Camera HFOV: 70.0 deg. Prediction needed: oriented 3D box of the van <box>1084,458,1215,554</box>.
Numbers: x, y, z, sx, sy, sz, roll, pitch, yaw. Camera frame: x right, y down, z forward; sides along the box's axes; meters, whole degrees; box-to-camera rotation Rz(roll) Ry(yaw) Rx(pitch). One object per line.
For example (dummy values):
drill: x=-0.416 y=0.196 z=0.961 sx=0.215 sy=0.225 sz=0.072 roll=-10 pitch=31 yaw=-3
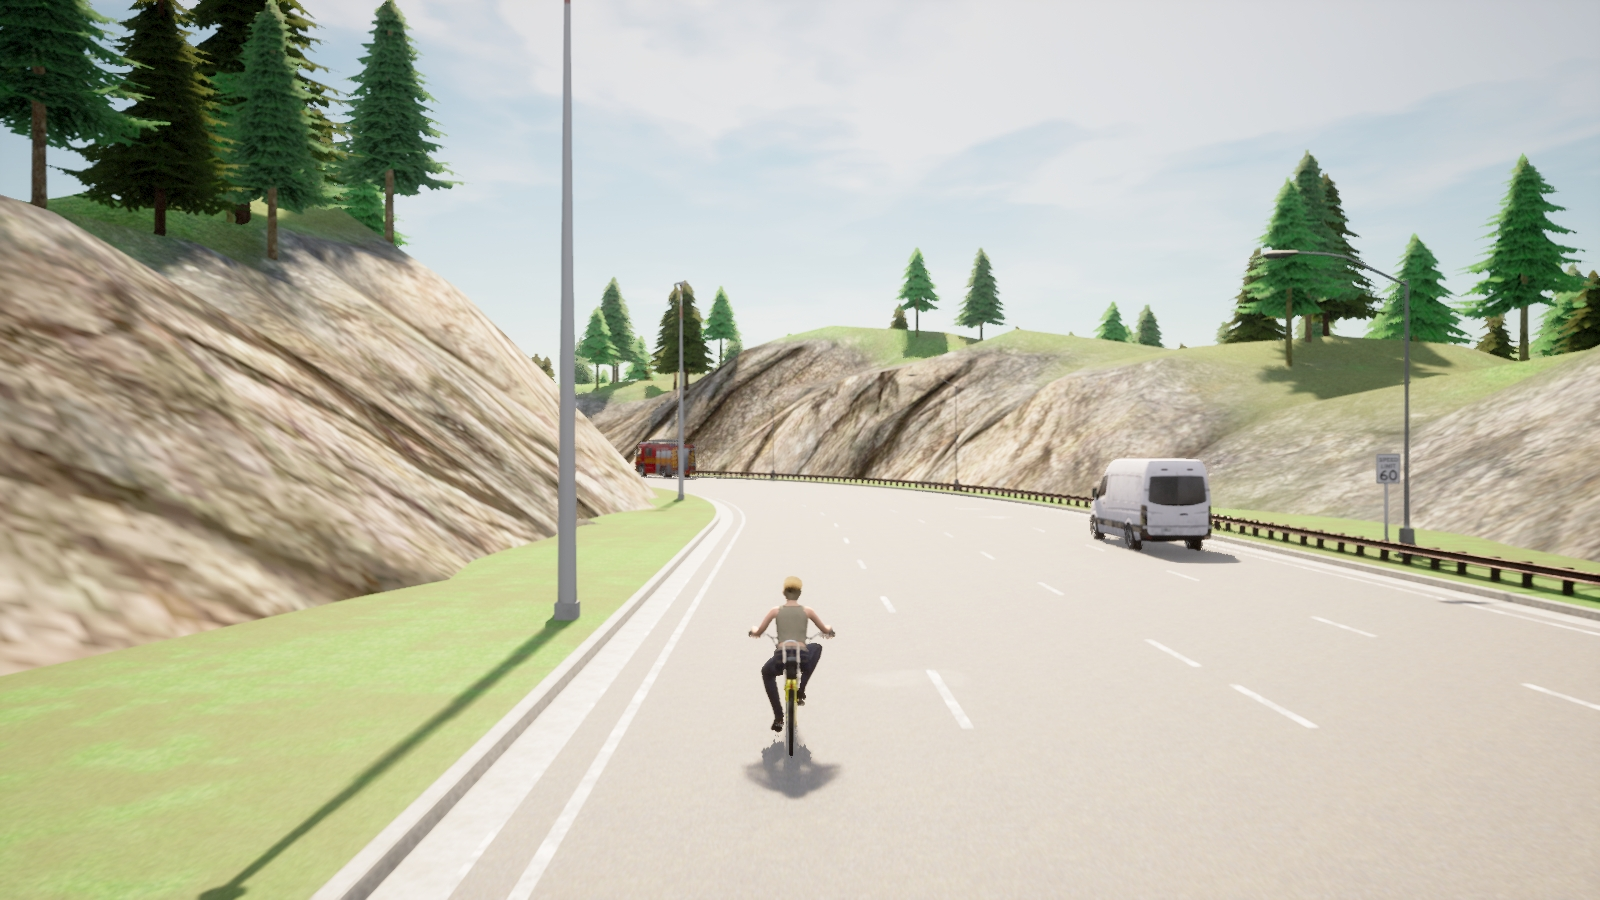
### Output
van: x=10.195 y=1.534 z=33.854 sx=1.988 sy=2.561 sz=5.915 roll=0 pitch=0 yaw=-1

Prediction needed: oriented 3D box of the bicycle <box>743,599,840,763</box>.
bicycle: x=-0.079 y=2.158 z=10.943 sx=0.859 sy=1.276 sz=1.487 roll=0 pitch=0 yaw=0
